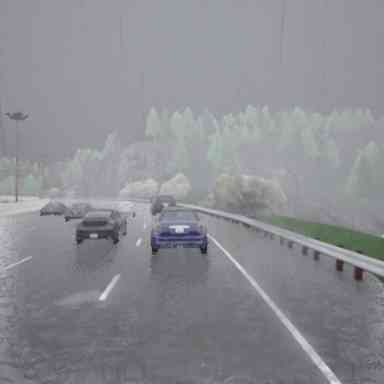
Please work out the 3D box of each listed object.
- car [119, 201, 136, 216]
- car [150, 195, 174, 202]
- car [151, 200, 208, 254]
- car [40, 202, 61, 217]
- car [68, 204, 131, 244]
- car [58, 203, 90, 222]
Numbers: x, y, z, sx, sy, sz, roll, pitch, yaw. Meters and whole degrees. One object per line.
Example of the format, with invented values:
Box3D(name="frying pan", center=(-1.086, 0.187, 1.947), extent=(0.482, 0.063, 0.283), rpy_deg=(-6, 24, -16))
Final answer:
Box3D(name="car", center=(-6.666, 1.632, 33.651), extent=(1.812, 1.442, 4.674), rpy_deg=(0, 0, -10))
Box3D(name="car", center=(-2.772, 1.316, 31.871), extent=(2.150, 2.045, 5.566), rpy_deg=(0, 0, -10))
Box3D(name="car", center=(-0.583, 1.392, 13.970), extent=(2.097, 1.767, 4.553), rpy_deg=(0, 0, -4))
Box3D(name="car", center=(-13.739, 1.683, 33.408), extent=(1.994, 1.385, 4.181), rpy_deg=(0, 0, -10))
Box3D(name="car", center=(-4.265, 1.558, 16.145), extent=(1.837, 1.490, 4.892), rpy_deg=(0, 0, -5))
Box3D(name="car", center=(-9.118, 1.641, 27.404), extent=(2.033, 1.411, 5.357), rpy_deg=(0, 0, -9))
